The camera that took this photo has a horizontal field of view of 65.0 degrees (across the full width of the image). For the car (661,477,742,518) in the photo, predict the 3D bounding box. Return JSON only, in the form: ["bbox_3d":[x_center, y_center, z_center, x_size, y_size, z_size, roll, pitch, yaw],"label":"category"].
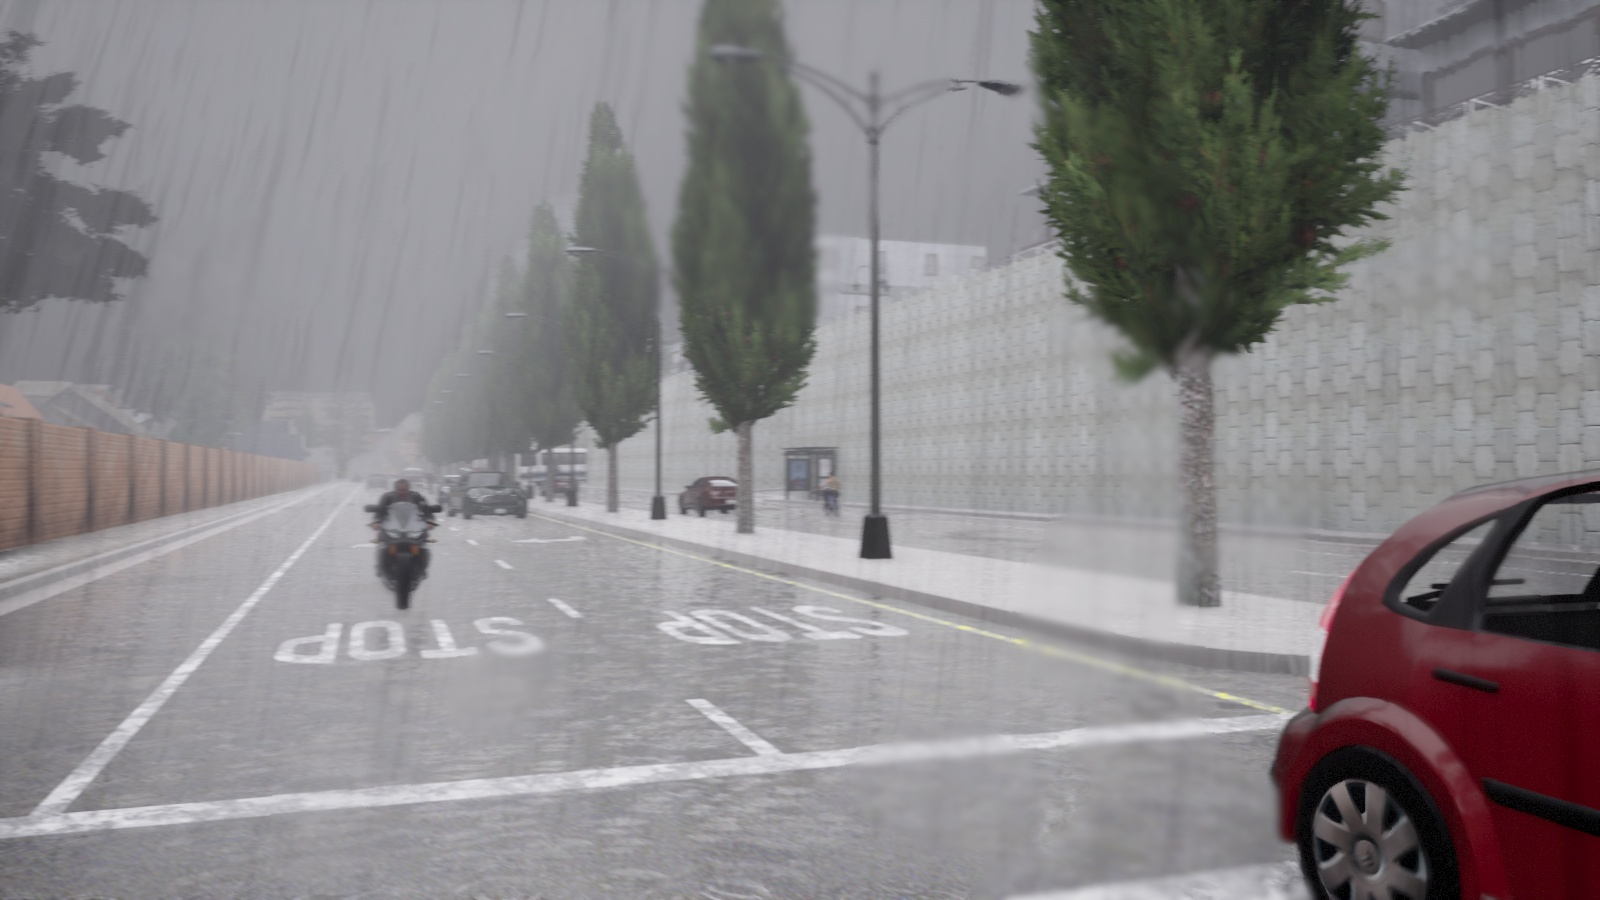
[{"bbox_3d":[-3.703,1.713,46.377,1.812,1.442,4.674,0,-1,-19],"label":"car"}]

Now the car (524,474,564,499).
[{"bbox_3d":[-17.495,2.459,85.717,2.033,1.649,4.856,0,-1,-19],"label":"car"}]

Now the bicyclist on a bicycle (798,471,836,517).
[{"bbox_3d":[0.595,1.550,44.682,0.866,1.612,1.509,0,-1,-19],"label":"bicyclist on a bicycle"}]

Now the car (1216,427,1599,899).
[{"bbox_3d":[3.041,0.737,2.943,1.851,1.617,3.988,0,-1,-19],"label":"car"}]

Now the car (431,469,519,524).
[{"bbox_3d":[-11.378,1.574,43.714,2.097,1.767,4.553,0,-1,-26],"label":"car"}]

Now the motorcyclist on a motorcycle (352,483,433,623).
[{"bbox_3d":[-4.929,1.173,15.116,0.866,1.530,2.191,0,-1,-19],"label":"motorcyclist on a motorcycle"}]

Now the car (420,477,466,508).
[{"bbox_3d":[-17.608,2.070,61.860,1.970,1.475,3.806,0,-1,-19],"label":"car"}]
